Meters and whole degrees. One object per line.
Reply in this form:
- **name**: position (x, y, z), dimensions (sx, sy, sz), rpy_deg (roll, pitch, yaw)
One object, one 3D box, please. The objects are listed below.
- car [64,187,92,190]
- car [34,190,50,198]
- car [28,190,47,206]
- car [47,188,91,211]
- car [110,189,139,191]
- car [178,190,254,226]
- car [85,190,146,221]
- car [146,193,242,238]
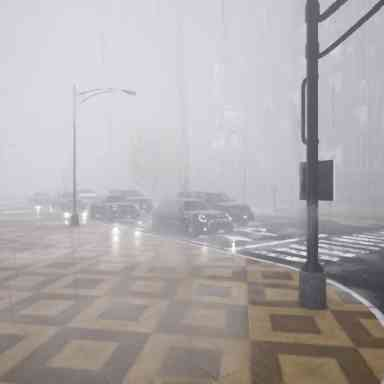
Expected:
- **car**: position (-12.127, 0.558, 37.051), dimensions (2.150, 2.045, 5.566), rpy_deg (0, 1, -37)
- **car**: position (-28.753, 0.281, 63.747), dimensions (1.812, 1.442, 4.674), rpy_deg (0, 1, -38)
- **car**: position (-17.838, 0.772, 39.079), dimensions (1.812, 1.442, 4.674), rpy_deg (0, 1, -38)
- **car**: position (-11.522, 0.786, 31.004), dimensions (2.097, 1.767, 4.553), rpy_deg (0, 1, -38)
- **car**: position (-5.507, 0.754, 28.616), dimensions (2.150, 2.045, 5.566), rpy_deg (0, 1, -38)
- **car**: position (1.118, 0.950, 20.194), dimensions (2.150, 2.045, 5.566), rpy_deg (0, 1, -40)
- **car**: position (-5.488, 0.965, 23.342), dimensions (2.097, 1.767, 4.553), rpy_deg (0, 1, -38)
- **car**: position (-0.072, 1.124, 16.499), dimensions (2.097, 1.767, 4.553), rpy_deg (0, 1, -38)
